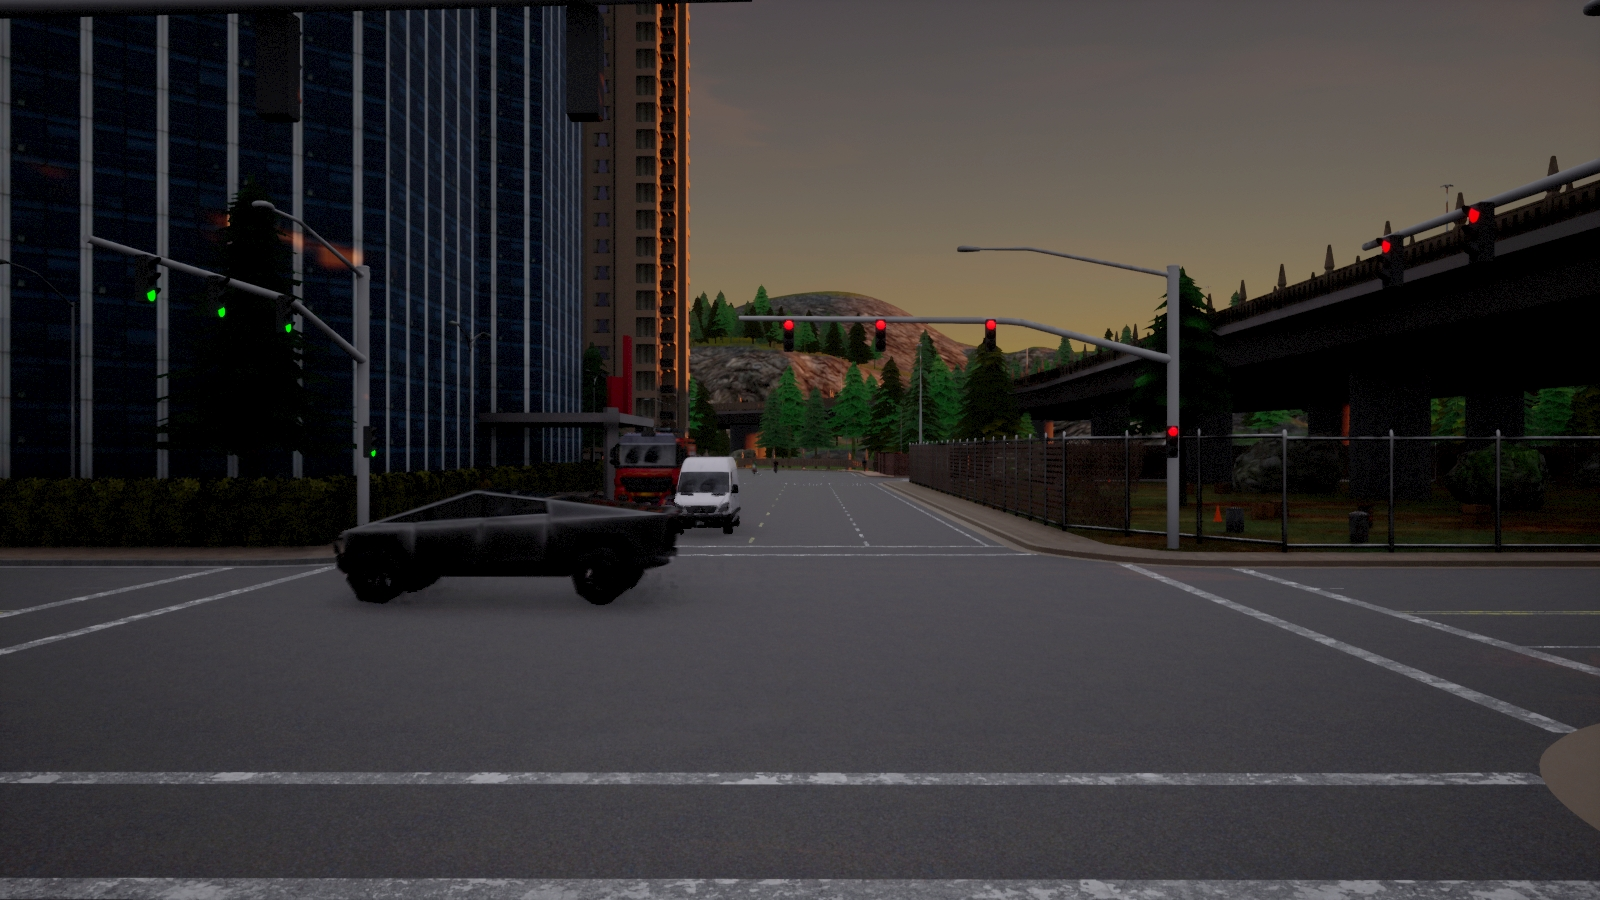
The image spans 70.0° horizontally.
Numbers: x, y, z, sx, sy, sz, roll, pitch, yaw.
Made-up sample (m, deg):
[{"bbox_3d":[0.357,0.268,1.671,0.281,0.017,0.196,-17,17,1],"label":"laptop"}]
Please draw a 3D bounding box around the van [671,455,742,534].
[{"bbox_3d":[-3.226,1.479,40.346,1.988,2.561,5.915,0,0,0],"label":"van"}]

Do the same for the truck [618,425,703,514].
[{"bbox_3d":[-6.380,0.834,53.546,2.891,3.827,8.468,0,0,0],"label":"truck"}]

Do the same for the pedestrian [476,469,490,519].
[{"bbox_3d":[-11.884,1.642,42.825,0.375,1.860,0.375,0,0,14],"label":"pedestrian"}]

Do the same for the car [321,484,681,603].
[{"bbox_3d":[-5.538,1.729,21.896,6.274,2.098,2.390,0,0,0],"label":"car"}]
